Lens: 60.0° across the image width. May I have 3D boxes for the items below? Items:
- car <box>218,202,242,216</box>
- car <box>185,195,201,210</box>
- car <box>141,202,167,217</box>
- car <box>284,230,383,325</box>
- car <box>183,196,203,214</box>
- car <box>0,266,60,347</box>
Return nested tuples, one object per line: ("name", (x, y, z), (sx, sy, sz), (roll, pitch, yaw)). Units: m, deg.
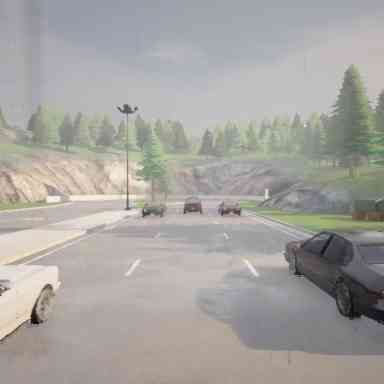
("car", (3.603, 1.601, 32.566), (1.895, 1.301, 4.718), (0, 0, 0))
("car", (0.198, 1.352, 44.558), (2.097, 1.767, 4.553), (0, 0, 1))
("car", (-3.397, 1.601, 30.657), (1.895, 1.301, 4.718), (0, 0, 0))
("car", (3.601, 1.547, 7.303), (2.033, 1.411, 5.357), (0, 0, 0))
("car", (0.097, 1.478, 35.329), (1.882, 1.535, 5.008), (0, 0, 0))
("car", (-3.401, 1.601, 4.153), (1.895, 1.301, 4.718), (0, 0, 0))
